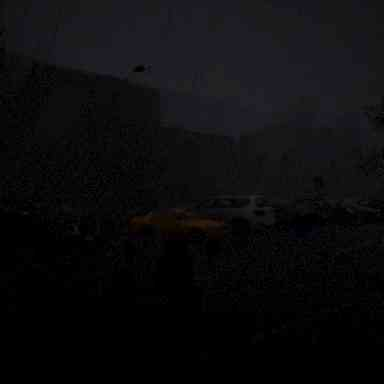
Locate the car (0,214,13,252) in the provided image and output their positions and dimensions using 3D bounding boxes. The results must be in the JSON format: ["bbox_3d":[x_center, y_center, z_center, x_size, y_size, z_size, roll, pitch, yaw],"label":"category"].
[{"bbox_3d":[-8.112,1.531,10.786,4.674,1.452,2.002,-1,-1,34],"label":"car"}]

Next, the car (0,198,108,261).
[{"bbox_3d":[-5.637,1.240,12.516,5.566,2.045,2.435,-1,-1,35],"label":"car"}]

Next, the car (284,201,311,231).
[{"bbox_3d":[4.094,1.457,19.506,4.792,1.488,2.163,-1,0,35],"label":"car"}]

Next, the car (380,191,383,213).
[{"bbox_3d":[21.258,0.918,31.675,5.566,2.045,2.435,-1,-1,35],"label":"car"}]

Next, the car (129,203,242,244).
[{"bbox_3d":[-0.619,1.463,15.906,5.366,1.575,1.946,-1,-1,35],"label":"car"}]

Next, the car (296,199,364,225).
[{"bbox_3d":[8.987,1.242,22.999,4.553,1.767,2.185,-1,-1,35],"label":"car"}]

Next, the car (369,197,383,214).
[{"bbox_3d":[18.818,1.238,29.930,4.792,1.488,2.163,-1,0,35],"label":"car"}]

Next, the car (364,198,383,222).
[{"bbox_3d":[11.457,1.371,24.723,4.674,1.452,2.002,-1,-1,35],"label":"car"}]

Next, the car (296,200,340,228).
[{"bbox_3d":[6.571,1.443,21.242,4.674,1.452,2.002,-1,-1,35],"label":"car"}]

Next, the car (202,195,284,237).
[{"bbox_3d":[1.648,1.200,17.767,5.566,2.045,2.435,-1,0,35],"label":"car"}]
